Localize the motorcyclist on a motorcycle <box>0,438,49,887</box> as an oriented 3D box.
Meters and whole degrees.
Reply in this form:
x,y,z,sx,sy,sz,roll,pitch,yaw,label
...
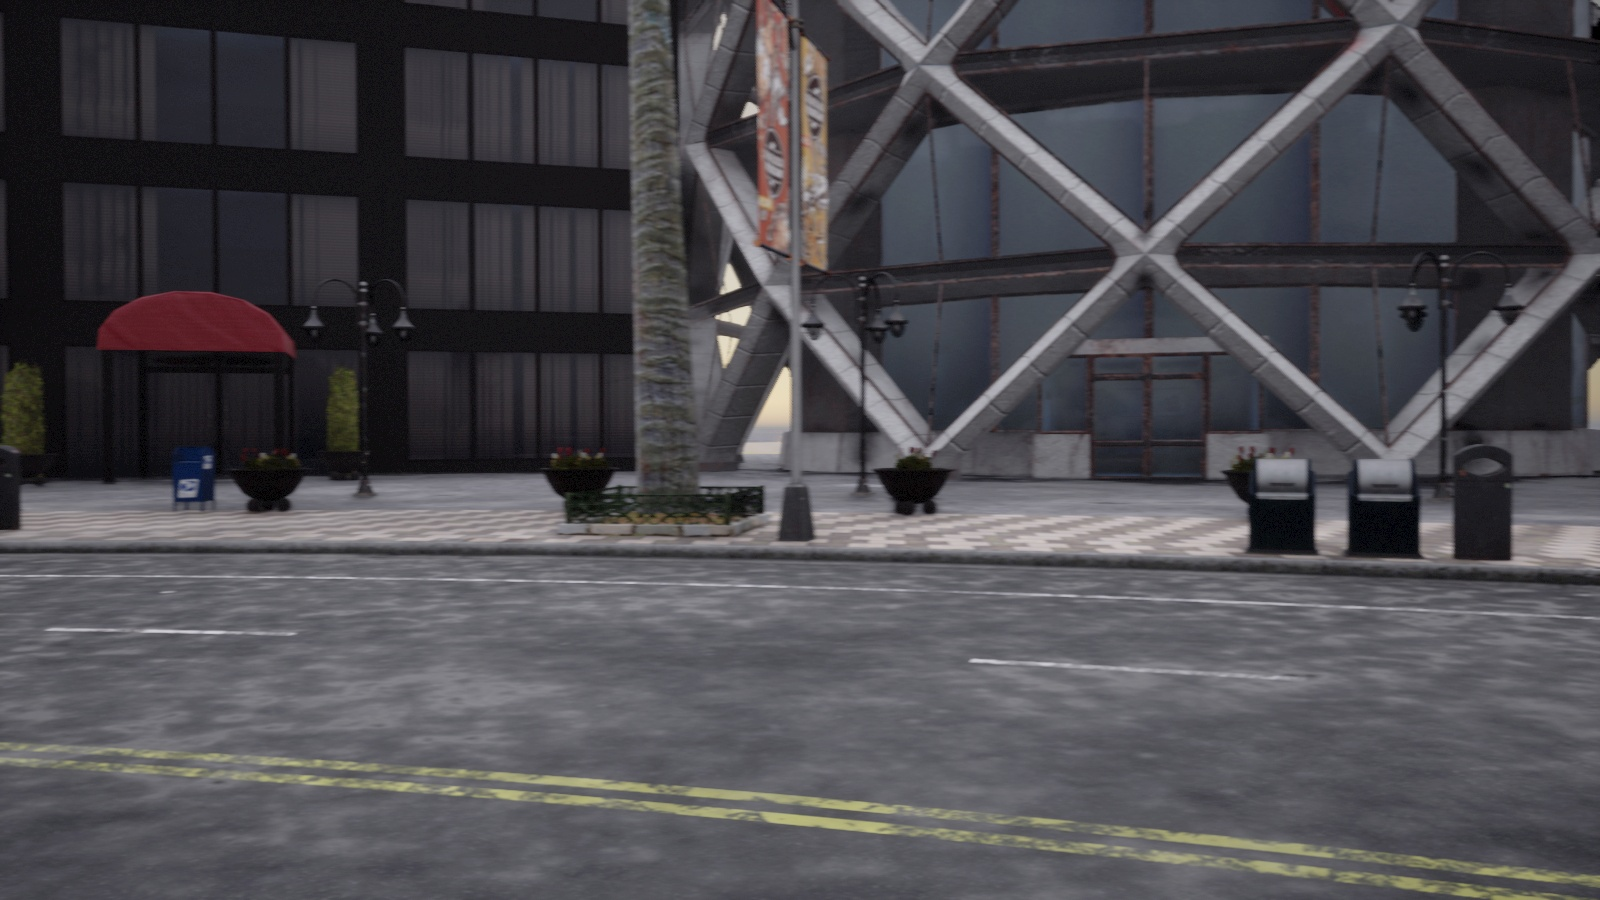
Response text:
x,y,z,sx,sy,sz,roll,pitch,yaw,label
-3.753,0.722,4.251,2.044,1.523,0.797,0,2,10,motorcyclist on a motorcycle
